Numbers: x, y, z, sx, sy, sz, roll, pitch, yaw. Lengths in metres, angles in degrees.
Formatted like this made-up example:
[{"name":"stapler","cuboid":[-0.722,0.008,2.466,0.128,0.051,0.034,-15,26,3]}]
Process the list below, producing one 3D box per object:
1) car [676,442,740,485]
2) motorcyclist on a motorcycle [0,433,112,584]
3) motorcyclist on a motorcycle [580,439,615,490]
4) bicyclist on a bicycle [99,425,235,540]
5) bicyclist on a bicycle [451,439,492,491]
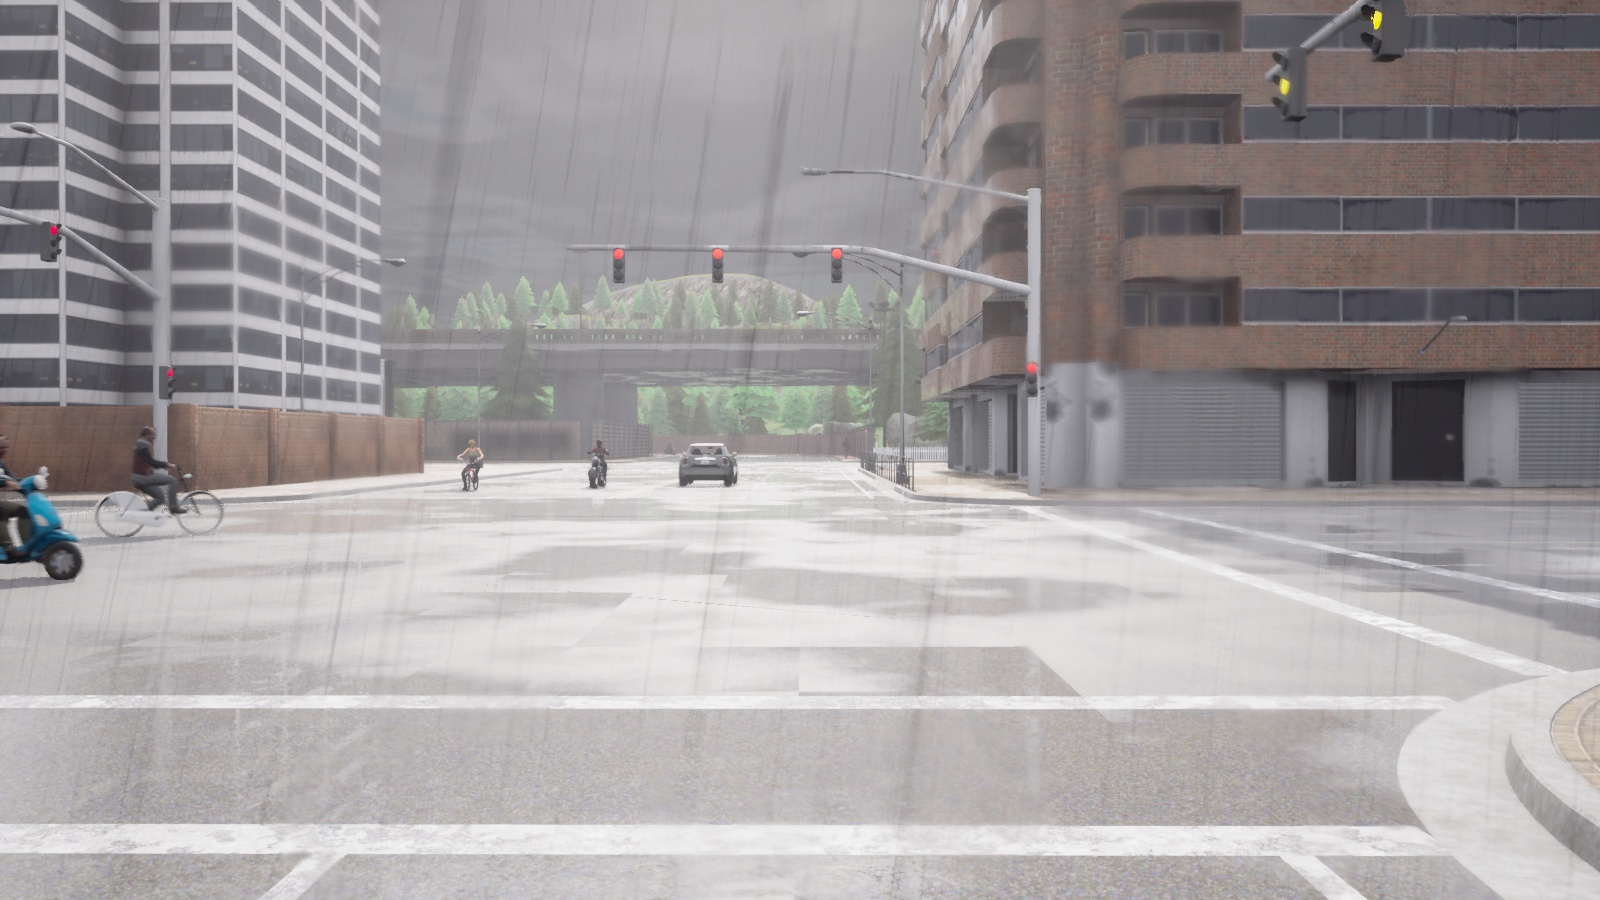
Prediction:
[{"name":"car","cuboid":[-3.237,0.456,44.897,1.970,1.475,3.806,0,0,0]},{"name":"motorcyclist on a motorcycle","cuboid":[-8.623,0.616,13.653,1.817,1.590,0.866,0,0,1]},{"name":"motorcyclist on a motorcycle","cuboid":[-6.752,0.454,42.021,0.766,1.649,2.350,0,0,0]},{"name":"bicyclist on a bicycle","cuboid":[-10.084,0.496,20.026,1.843,1.776,0.659,0,-1,-34]},{"name":"bicyclist on a bicycle","cuboid":[-10.263,0.453,39.234,0.866,1.612,1.509,0,0,1]}]
